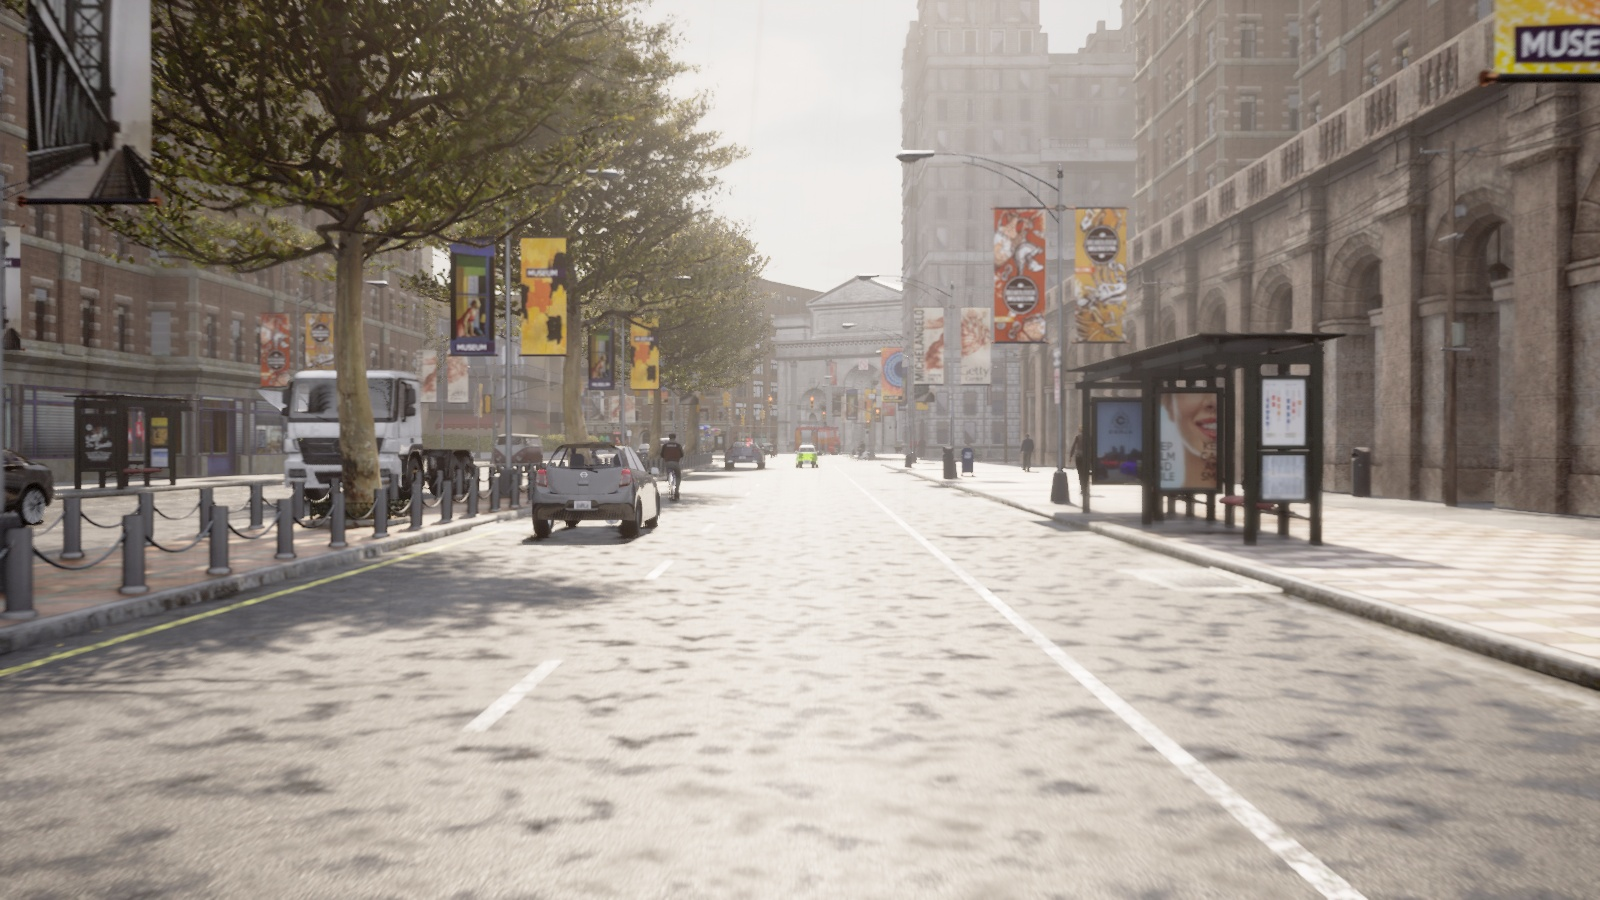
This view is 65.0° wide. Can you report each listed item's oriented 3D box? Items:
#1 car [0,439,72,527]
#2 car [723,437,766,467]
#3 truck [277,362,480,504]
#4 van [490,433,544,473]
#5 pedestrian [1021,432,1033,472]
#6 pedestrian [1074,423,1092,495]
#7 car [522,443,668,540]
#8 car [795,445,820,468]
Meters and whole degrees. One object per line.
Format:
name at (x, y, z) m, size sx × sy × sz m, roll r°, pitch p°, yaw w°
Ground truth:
car at (-14.865, 0.570, 21.323) m, size 2.128 × 1.511 × 4.902 m, roll 0°, pitch 0°, yaw 0°
car at (-3.157, 0.114, 72.442) m, size 2.152 × 1.651 × 5.027 m, roll 0°, pitch 0°, yaw 1°
truck at (-11.291, -0.440, 34.600) m, size 2.891 × 3.462 × 7.936 m, roll 0°, pitch 0°, yaw 0°
van at (-14.620, 0.120, 65.073) m, size 1.775 × 1.987 × 4.442 m, roll 0°, pitch 0°, yaw 0°
pedestrian at (10.390, 0.087, 57.527) m, size 0.402 × 1.842 × 0.726 m, roll 0°, pitch 0°, yaw 0°
pedestrian at (7.265, 0.227, 32.236) m, size 0.331 × 1.846 × 0.634 m, roll 0°, pitch 0°, yaw 3°
car at (-3.366, 0.638, 21.251) m, size 1.845 × 1.501 × 3.633 m, roll 0°, pitch 0°, yaw 0°
car at (0.426, 0.377, 75.354) m, size 1.481 × 1.376 × 2.207 m, roll 0°, pitch 1°, yaw 1°
